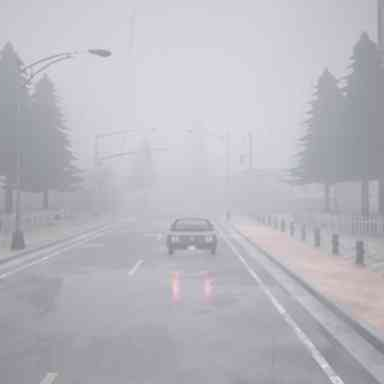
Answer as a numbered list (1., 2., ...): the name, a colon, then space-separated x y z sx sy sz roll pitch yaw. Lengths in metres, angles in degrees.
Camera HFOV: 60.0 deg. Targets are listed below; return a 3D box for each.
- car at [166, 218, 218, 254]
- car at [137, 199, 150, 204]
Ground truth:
1. car: 0.004 1.732 14.094 1.895 1.301 4.718 0 0 0
2. car: -11.624 2.294 79.608 1.895 1.301 4.718 0 -1 -26
